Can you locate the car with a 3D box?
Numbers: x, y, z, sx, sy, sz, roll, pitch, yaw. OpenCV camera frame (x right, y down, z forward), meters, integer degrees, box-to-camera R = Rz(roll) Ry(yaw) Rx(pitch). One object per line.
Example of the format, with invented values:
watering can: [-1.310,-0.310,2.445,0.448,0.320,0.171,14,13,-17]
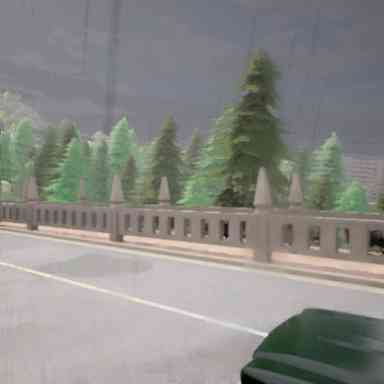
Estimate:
car: [2.638,1.609,2.110,4.718,1.301,1.895,0,0,35]
